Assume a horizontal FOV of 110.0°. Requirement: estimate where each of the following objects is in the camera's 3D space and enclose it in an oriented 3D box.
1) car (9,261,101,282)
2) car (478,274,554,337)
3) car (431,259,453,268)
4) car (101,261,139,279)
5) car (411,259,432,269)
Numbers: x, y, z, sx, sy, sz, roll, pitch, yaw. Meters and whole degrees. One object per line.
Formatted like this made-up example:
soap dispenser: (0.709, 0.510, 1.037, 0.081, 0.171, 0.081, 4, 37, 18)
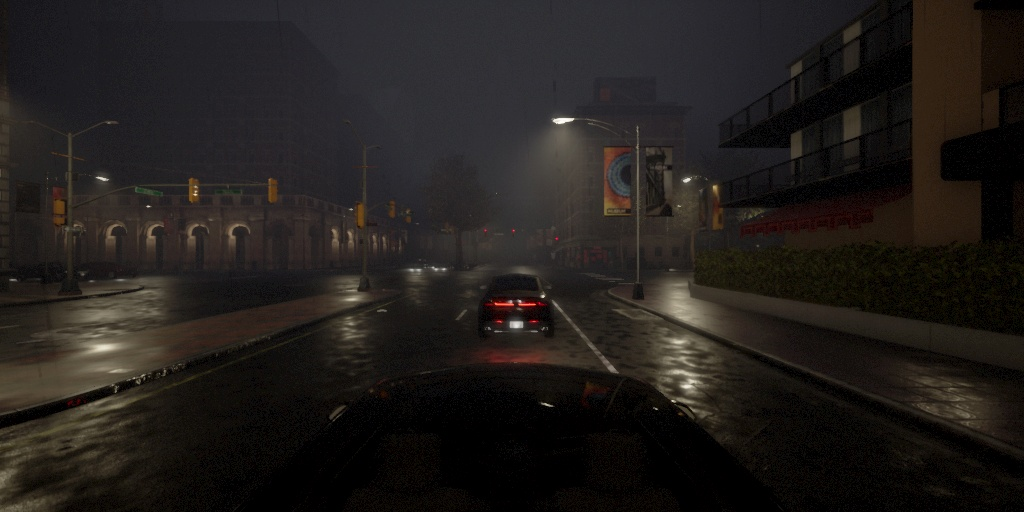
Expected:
car: (-36.930, 1.241, 28.810, 4.902, 1.511, 2.128, 0, 0, 0)
car: (0.109, 1.255, 10.259, 1.837, 1.490, 4.892, 0, 0, 0)
car: (-11.352, 1.314, 58.657, 1.994, 1.385, 4.181, 0, 0, 0)
car: (-36.674, 1.228, 32.310, 5.008, 1.535, 1.882, 0, 0, 0)
car: (-14.857, 1.241, 57.885, 2.128, 1.511, 4.902, 0, 0, 0)
